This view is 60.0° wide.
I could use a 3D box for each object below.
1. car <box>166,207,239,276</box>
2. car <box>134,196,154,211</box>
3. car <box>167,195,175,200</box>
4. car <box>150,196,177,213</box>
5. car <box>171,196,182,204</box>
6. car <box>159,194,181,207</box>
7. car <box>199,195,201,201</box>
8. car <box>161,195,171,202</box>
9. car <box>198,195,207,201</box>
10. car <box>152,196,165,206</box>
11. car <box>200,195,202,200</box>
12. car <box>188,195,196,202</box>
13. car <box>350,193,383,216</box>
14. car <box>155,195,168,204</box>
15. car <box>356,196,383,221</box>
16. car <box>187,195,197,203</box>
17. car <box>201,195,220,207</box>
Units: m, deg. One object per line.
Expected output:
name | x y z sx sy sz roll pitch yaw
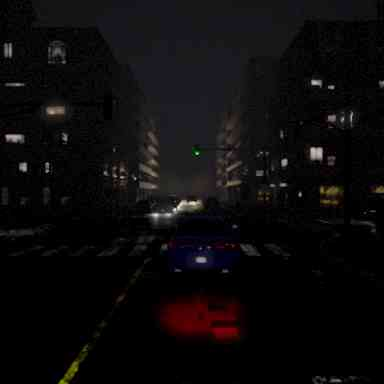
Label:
car | 0.410 1.464 10.409 1.882 1.535 5.008 0 0 4
car | -5.690 1.539 39.538 1.947 1.339 4.313 0 0 0
car | -5.688 1.515 90.680 2.008 1.369 4.403 0 0 0
car | -3.080 1.522 36.906 2.033 1.411 5.357 0 0 0
car | -2.999 1.566 66.236 1.895 1.301 4.718 0 0 0
car | -3.078 1.322 46.388 2.097 1.767 4.553 0 0 0
car | 2.692 1.547 62.270 1.802 1.307 4.206 0 0 0
car | -5.688 1.404 73.634 1.967 1.590 4.097 0 0 0
car | 2.692 1.515 84.999 2.008 1.369 4.403 0 0 0
car | -5.689 1.492 56.416 1.752 1.417 4.829 0 0 0
car | 2.691 1.409 50.905 1.967 1.590 4.097 0 0 0
car | 0.003 1.442 78.115 1.882 1.535 5.008 0 0 0
car | 14.560 0.988 25.853 5.009 1.841 2.192 -1 1 0
car | -5.689 1.405 62.269 1.967 1.590 4.097 0 0 0
car | 14.545 1.186 23.282 4.892 1.490 1.837 -1 0 1
car | 0.003 1.317 68.250 2.097 1.767 4.553 0 0 0
car | 2.690 1.411 45.223 1.967 1.590 4.097 0 0 0
